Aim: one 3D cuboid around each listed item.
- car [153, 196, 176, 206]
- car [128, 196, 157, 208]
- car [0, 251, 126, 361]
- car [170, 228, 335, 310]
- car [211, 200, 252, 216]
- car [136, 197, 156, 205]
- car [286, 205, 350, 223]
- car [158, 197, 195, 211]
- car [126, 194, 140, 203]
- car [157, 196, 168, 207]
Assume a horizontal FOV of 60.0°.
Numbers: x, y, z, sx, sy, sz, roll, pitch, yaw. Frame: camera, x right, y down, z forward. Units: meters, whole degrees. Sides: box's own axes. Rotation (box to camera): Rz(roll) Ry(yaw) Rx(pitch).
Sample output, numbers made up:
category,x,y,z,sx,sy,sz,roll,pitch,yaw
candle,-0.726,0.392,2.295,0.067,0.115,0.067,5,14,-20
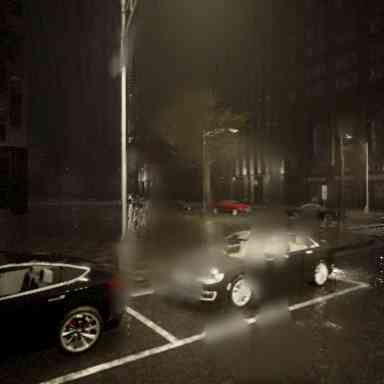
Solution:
category,x,y,z,sx,sy,sz,roll,pitch,yaw
car,-5.029,1.565,59.481,2.097,1.767,4.553,0,0,-35
car,-7.805,1.737,52.044,1.812,1.442,4.674,0,0,-36
car,-3.024,1.566,4.495,4.313,1.339,1.947,0,0,-35
car,1.565,1.569,7.769,4.403,1.369,2.008,0,0,-35
car,4.128,1.630,35.294,1.882,1.535,5.008,0,0,-36
car,-9.027,1.712,64.980,1.882,1.535,5.008,0,0,-36
car,10.114,1.725,26.940,1.895,1.301,4.718,0,0,-36
car,-1.865,1.729,43.664,2.033,1.411,5.357,0,0,-36
car,-11.444,1.460,62.773,2.150,2.045,5.566,0,0,-36
car,-5.510,1.699,54.579,2.128,1.511,4.902,0,0,-35
